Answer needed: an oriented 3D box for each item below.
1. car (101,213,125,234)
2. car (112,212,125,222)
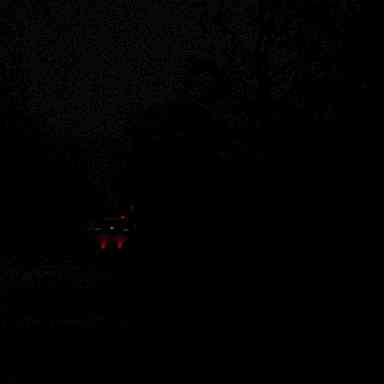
[{"bbox_3d":[-6.883,2.794,29.030,1.812,1.442,4.674,3,-3,-11],"label":"car"},{"bbox_3d":[-11.166,3.833,50.731,1.895,1.301,4.718,3,-3,-11],"label":"car"}]
